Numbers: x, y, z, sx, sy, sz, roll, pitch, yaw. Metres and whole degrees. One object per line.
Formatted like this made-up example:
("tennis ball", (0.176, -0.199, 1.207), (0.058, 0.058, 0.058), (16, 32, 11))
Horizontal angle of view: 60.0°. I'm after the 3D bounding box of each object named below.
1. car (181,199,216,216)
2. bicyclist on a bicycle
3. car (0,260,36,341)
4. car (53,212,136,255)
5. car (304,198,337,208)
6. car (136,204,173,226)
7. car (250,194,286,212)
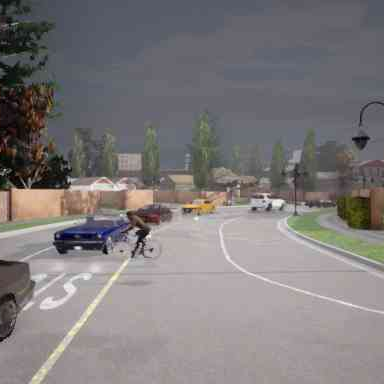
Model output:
("car", (0.721, 1.482, 33.394), (1.882, 1.535, 5.008), (0, 0, 28))
("bicyclist on a bicycle", (-1.840, 1.457, 10.951), (1.656, 1.620, 0.582), (-2, 0, -2))
("car", (-3.667, 1.548, 3.704), (2.033, 1.411, 5.357), (0, 0, -2))
("car", (-3.826, 1.603, 13.582), (1.895, 1.301, 4.718), (0, 0, 2))
("car", (18.395, 1.547, 47.124), (5.357, 1.411, 2.033), (0, 0, -28))
("car", (-2.746, 1.569, 23.537), (1.994, 1.385, 4.181), (0, 0, 14))
("car", (8.990, 1.204, 39.238), (2.150, 2.045, 5.566), (0, 0, 41))
